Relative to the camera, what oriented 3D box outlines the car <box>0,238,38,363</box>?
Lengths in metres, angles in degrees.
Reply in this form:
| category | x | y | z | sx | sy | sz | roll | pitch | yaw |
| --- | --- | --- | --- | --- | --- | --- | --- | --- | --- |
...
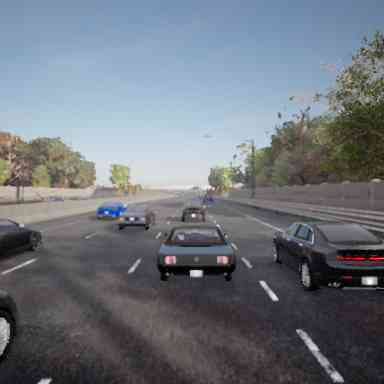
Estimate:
| category | x | y | z | sx | sy | sz | roll | pitch | yaw |
| --- | --- | --- | --- | --- | --- | --- | --- | --- | --- |
| car | -3.398 | 1.509 | 2.815 | 1.837 | 1.490 | 4.892 | 0 | 0 | 0 |

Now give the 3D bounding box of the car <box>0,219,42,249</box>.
| category | x | y | z | sx | sy | sz | roll | pitch | yaw |
| --- | --- | --- | --- | --- | --- | --- | --- | --- | --- |
| car | -6.896 | 1.582 | 11.422 | 1.994 | 1.385 | 4.181 | 0 | 0 | 0 |

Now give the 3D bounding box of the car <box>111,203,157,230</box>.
| category | x | y | z | sx | sy | sz | roll | pitch | yaw |
| --- | --- | --- | --- | --- | --- | --- | --- | --- | --- |
| car | -3.390 | 1.581 | 21.272 | 2.033 | 1.411 | 5.357 | 0 | 0 | 0 |

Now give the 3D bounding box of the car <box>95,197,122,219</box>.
| category | x | y | z | sx | sy | sz | roll | pitch | yaw |
| --- | --- | --- | --- | --- | --- | --- | --- | --- | --- |
| car | -6.887 | 1.525 | 29.306 | 1.882 | 1.535 | 5.008 | 0 | 0 | 0 |

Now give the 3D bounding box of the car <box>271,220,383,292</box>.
| category | x | y | z | sx | sy | sz | roll | pitch | yaw |
| --- | --- | --- | --- | --- | --- | --- | --- | --- | --- |
| car | 3.505 | 1.507 | 8.985 | 1.837 | 1.490 | 4.892 | 0 | 0 | 0 |

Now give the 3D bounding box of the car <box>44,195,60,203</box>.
| category | x | y | z | sx | sy | sz | roll | pitch | yaw |
| --- | --- | --- | --- | --- | --- | --- | --- | --- | --- |
| car | -27.976 | 1.463 | 67.091 | 2.097 | 1.767 | 4.553 | 0 | 0 | 0 |

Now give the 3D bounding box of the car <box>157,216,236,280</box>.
| category | x | y | z | sx | sy | sz | roll | pitch | yaw |
| --- | --- | --- | --- | --- | --- | --- | --- | --- | --- |
| car | 0.104 | 1.616 | 9.985 | 1.895 | 1.301 | 4.718 | 0 | 0 | 0 |

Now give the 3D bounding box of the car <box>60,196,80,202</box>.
| category | x | y | z | sx | sy | sz | roll | pitch | yaw |
| --- | --- | --- | --- | --- | --- | --- | --- | --- | --- |
| car | -24.476 | 1.625 | 67.892 | 2.128 | 1.511 | 4.902 | 0 | 0 | 0 |

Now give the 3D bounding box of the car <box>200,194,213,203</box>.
| category | x | y | z | sx | sy | sz | roll | pitch | yaw |
| --- | --- | --- | --- | --- | --- | --- | --- | --- | --- |
| car | 3.526 | 1.372 | 73.675 | 2.150 | 2.045 | 5.566 | 0 | 0 | 0 |

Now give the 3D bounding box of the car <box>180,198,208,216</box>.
| category | x | y | z | sx | sy | sz | roll | pitch | yaw |
| --- | --- | --- | --- | --- | --- | --- | --- | --- | --- |
| car | 0.111 | 1.549 | 27.748 | 1.837 | 1.490 | 4.892 | 0 | 0 | 0 |

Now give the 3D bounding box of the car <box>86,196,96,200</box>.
| category | x | y | z | sx | sy | sz | roll | pitch | yaw |
| --- | --- | --- | --- | --- | --- | --- | --- | --- | --- |
| car | -20.975 | 1.624 | 70.114 | 2.128 | 1.511 | 4.902 | 0 | 0 | 0 |

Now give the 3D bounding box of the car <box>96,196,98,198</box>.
| category | x | y | z | sx | sy | sz | roll | pitch | yaw |
| --- | --- | --- | --- | --- | --- | --- | --- | --- | --- |
| car | -17.476 | 1.656 | 67.473 | 1.994 | 1.385 | 4.181 | 0 | 0 | 0 |
